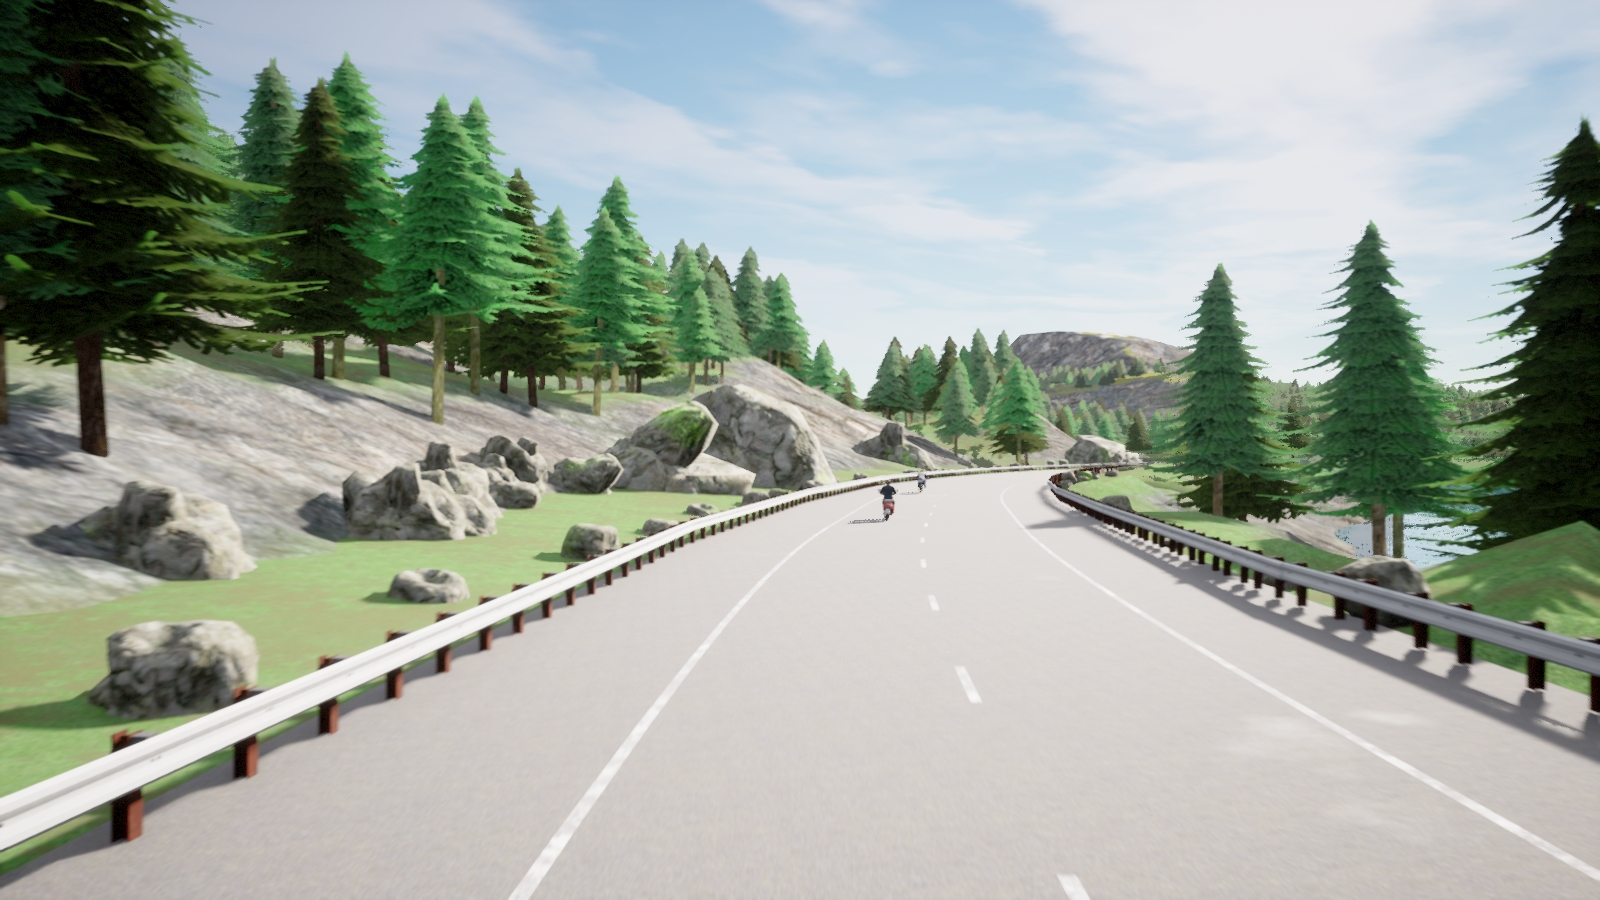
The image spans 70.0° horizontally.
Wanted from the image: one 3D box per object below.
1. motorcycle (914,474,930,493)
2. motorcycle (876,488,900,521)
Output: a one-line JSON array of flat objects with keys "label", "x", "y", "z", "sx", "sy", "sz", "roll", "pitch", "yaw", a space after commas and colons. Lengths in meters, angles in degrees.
[{"label": "motorcycle", "x": 7.996, "y": 2.179, "z": 74.823, "sx": 0.803, "sy": 1.217, "sz": 2.033, "roll": 0, "pitch": 0, "yaw": 11}, {"label": "motorcycle", "x": 3.554, "y": 2.183, "z": 45.997, "sx": 0.856, "sy": 1.236, "sz": 1.805, "roll": 0, "pitch": 0, "yaw": 7}]
